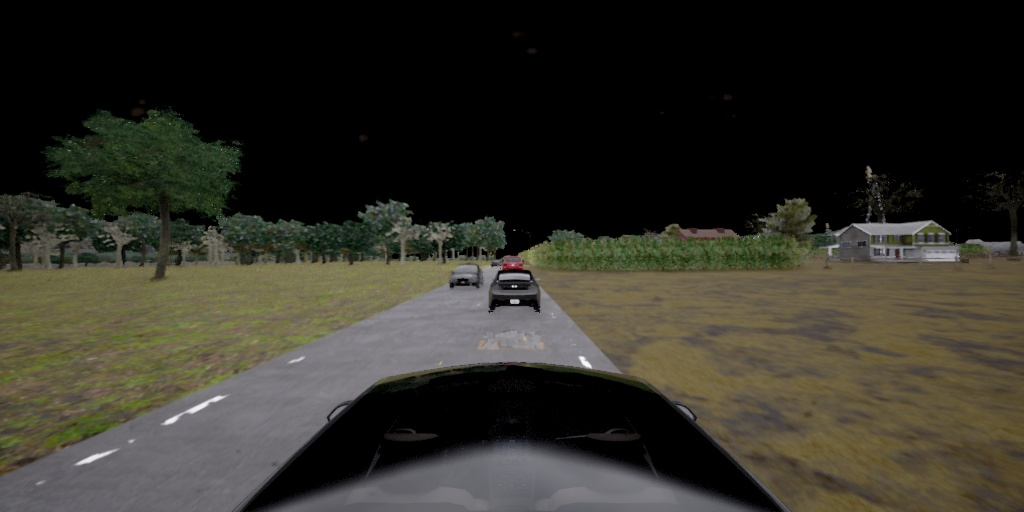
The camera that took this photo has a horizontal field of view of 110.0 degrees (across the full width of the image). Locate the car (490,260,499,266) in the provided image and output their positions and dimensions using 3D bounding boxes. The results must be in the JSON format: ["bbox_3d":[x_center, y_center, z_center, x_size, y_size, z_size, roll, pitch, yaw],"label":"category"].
[{"bbox_3d":[-2.786,1.381,63.819,2.033,1.411,5.357,0,0,1],"label":"car"}]

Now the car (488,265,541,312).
[{"bbox_3d":[0.091,1.265,14.279,1.837,1.490,4.892,0,0,0],"label":"car"}]

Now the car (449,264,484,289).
[{"bbox_3d":[-2.855,1.274,23.252,1.837,1.490,4.892,0,0,0],"label":"car"}]

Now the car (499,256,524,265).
[{"bbox_3d":[0.092,1.010,37.940,2.150,2.045,5.566,0,0,0],"label":"car"}]
